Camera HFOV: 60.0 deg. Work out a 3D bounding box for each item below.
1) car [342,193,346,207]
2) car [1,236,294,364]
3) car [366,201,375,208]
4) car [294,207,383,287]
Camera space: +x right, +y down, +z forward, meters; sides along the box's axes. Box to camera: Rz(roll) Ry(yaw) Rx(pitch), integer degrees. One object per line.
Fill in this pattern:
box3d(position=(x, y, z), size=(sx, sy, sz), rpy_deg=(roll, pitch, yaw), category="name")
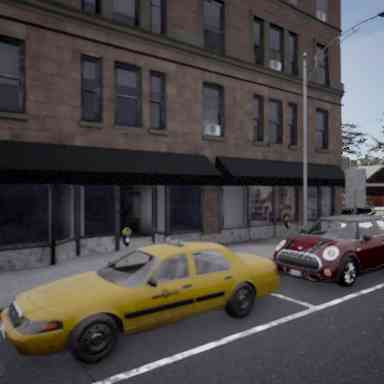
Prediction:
box3d(position=(11.842, 1.171, 30.223), size=(2.150, 2.045, 5.566), rpy_deg=(0, 0, -35), category="car")
box3d(position=(-0.530, 1.509, 5.810), size=(4.829, 1.417, 1.752), rpy_deg=(0, 0, -35), category="car")
box3d(position=(14.523, 1.151, 32.063), size=(2.150, 2.045, 5.566), rpy_deg=(0, 0, -35), category="car")
box3d(position=(4.102, 1.392, 9.112), size=(4.097, 1.590, 1.967), rpy_deg=(0, 0, -35), category="car")
